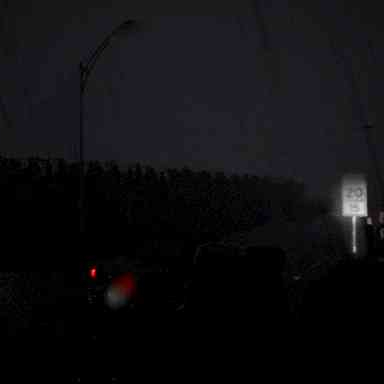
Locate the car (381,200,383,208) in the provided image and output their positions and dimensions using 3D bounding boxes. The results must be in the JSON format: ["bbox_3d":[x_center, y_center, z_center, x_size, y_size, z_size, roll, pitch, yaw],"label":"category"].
[{"bbox_3d":[29.590,1.617,49.779,2.033,1.411,5.357,-1,0,36],"label":"car"}]

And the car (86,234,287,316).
[{"bbox_3d":[0.170,1.640,7.678,4.718,1.301,1.895,0,0,-42],"label":"car"}]
